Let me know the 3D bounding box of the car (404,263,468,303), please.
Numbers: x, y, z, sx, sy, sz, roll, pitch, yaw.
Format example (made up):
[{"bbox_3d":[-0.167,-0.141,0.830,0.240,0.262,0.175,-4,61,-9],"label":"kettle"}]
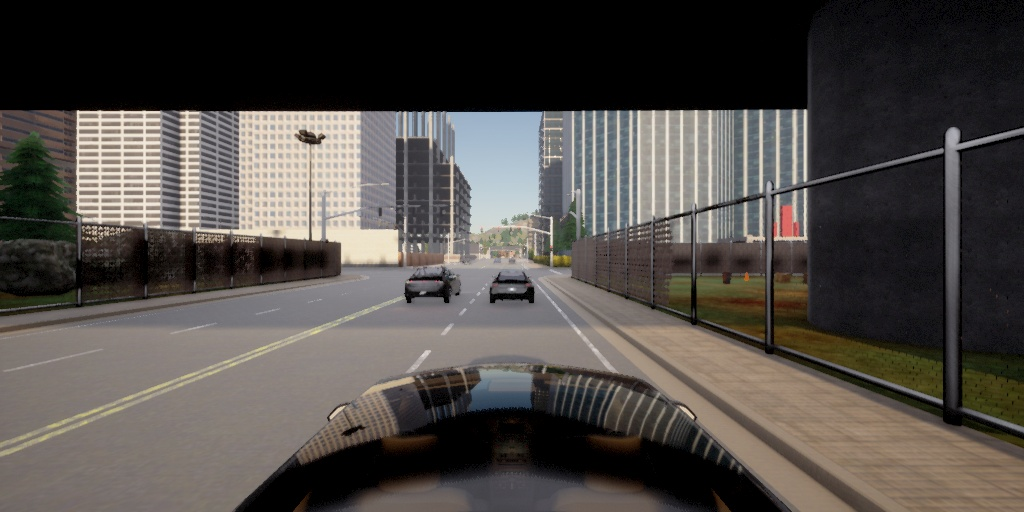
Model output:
[{"bbox_3d":[-3.500,1.243,16.500,2.128,1.511,4.902,0,0,0],"label":"car"}]

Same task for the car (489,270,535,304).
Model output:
[{"bbox_3d":[0.000,1.320,16.500,1.994,1.385,4.181,0,0,0],"label":"car"}]
